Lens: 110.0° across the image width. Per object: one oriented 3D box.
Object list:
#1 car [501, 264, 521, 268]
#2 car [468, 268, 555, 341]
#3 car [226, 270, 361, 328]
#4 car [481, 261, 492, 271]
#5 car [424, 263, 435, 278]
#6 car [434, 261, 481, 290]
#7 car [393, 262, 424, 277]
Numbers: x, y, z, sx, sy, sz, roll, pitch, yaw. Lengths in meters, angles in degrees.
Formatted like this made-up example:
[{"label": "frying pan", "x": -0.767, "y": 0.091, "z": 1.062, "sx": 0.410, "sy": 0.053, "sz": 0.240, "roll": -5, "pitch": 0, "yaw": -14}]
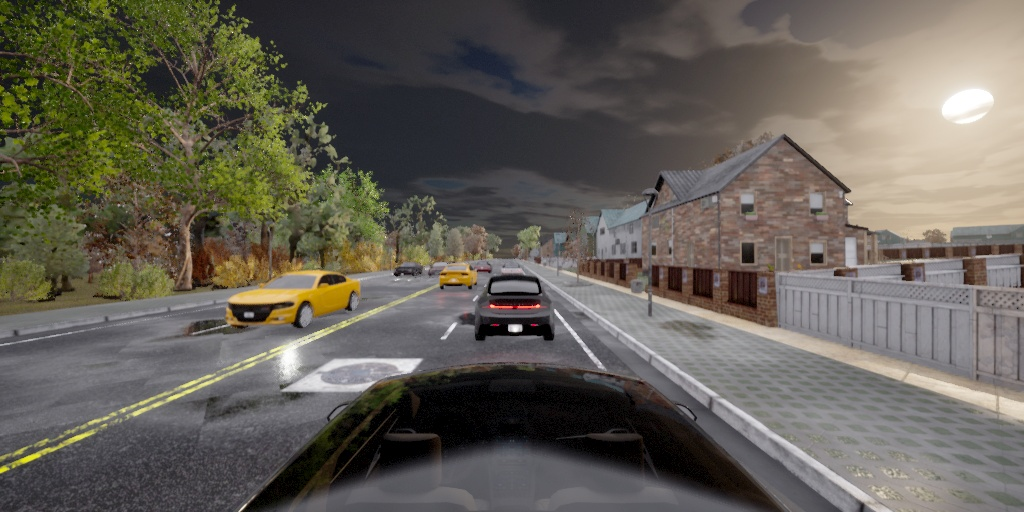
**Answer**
[{"label": "car", "x": -0.085, "y": 1.354, "z": 33.244, "sx": 1.895, "sy": 1.301, "sz": 4.718, "roll": 0, "pitch": 0, "yaw": -2}, {"label": "car", "x": 0.052, "y": 1.255, "z": 9.869, "sx": 1.837, "sy": 1.490, "sz": 4.892, "roll": 0, "pitch": 0, "yaw": 0}, {"label": "car", "x": -6.640, "y": 1.228, "z": 11.534, "sx": 1.882, "sy": 1.535, "sz": 5.008, "roll": 0, "pitch": 0, "yaw": 0}, {"label": "car", "x": -3.407, "y": 1.321, "z": 42.647, "sx": 1.994, "sy": 1.385, "sz": 4.181, "roll": 0, "pitch": 0, "yaw": 0}, {"label": "car", "x": -6.800, "y": 1.279, "z": 34.555, "sx": 1.812, "sy": 1.442, "sz": 4.674, "roll": 0, "pitch": 0, "yaw": 0}, {"label": "car", "x": -3.308, "y": 1.229, "z": 22.828, "sx": 1.882, "sy": 1.535, "sz": 5.008, "roll": 0, "pitch": 0, "yaw": 0}, {"label": "car", "x": -10.046, "y": 1.301, "z": 35.422, "sx": 2.033, "sy": 1.411, "sz": 5.357, "roll": 0, "pitch": 0, "yaw": 0}]
